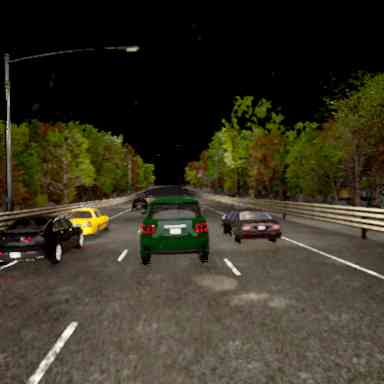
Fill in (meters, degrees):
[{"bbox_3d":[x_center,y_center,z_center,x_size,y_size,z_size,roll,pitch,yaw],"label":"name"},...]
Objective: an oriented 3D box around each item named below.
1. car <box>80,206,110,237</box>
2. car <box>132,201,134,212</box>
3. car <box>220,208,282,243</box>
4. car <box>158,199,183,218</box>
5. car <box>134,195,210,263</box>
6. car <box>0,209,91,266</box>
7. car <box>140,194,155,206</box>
[{"bbox_3d":[-5.762,1.551,18.290,1.801,1.575,5.366,-1,0,-4],"label":"car"},{"bbox_3d":[-6.327,1.551,41.311,1.882,1.535,5.008,-1,0,-4],"label":"car"},{"bbox_3d":[2.597,1.471,15.735,2.033,1.411,5.357,-1,0,-4],"label":"car"},{"bbox_3d":[-2.029,1.491,31.188,2.128,1.511,4.902,-1,0,-4],"label":"car"},{"bbox_3d":[-0.667,1.218,12.187,2.150,2.045,5.566,-1,0,-4],"label":"car"},{"bbox_3d":[-5.316,1.600,12.114,1.837,1.490,4.892,-1,0,-4],"label":"car"},{"bbox_3d":[-7.410,1.356,55.785,2.097,1.767,4.553,-1,1,-4],"label":"car"}]
